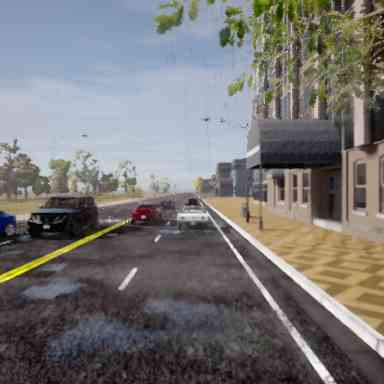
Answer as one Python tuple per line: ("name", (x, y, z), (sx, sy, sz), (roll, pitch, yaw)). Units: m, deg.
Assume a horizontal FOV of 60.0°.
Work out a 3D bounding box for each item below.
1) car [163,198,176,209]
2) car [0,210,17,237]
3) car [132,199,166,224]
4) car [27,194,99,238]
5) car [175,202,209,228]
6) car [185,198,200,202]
("car", (-3.180, 1.460, 42.369), (1.994, 1.385, 4.181), (0, 0, 0))
("car", (-9.846, 1.444, 14.873), (1.882, 1.535, 5.008), (0, 0, 0))
("car", (-3.175, 1.468, 24.043), (1.812, 1.442, 4.674), (0, 0, 0))
("car", (-6.593, 1.175, 17.764), (2.150, 2.045, 5.566), (0, 1, -1))
("car", (0.066, 1.549, 21.665), (1.895, 1.301, 4.718), (0, 0, 0))
("car", (0.070, 1.422, 41.883), (1.812, 1.442, 4.674), (0, 0, 0))
